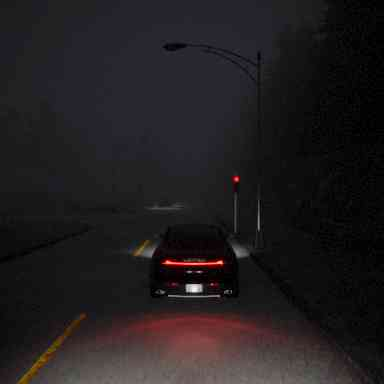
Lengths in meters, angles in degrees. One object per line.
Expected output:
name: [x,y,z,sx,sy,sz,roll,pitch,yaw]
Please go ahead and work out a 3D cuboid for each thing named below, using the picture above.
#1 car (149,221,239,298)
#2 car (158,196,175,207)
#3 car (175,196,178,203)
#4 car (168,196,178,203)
car: [0.059,1.505,8.481,1.837,1.490,4.892,0,0,0]
car: [-4.090,1.477,51.207,1.882,1.535,5.008,0,0,0]
car: [-4.066,1.477,60.553,1.882,1.535,5.008,0,0,0]
car: [-3.994,1.522,70.755,1.812,1.442,4.674,0,0,0]
